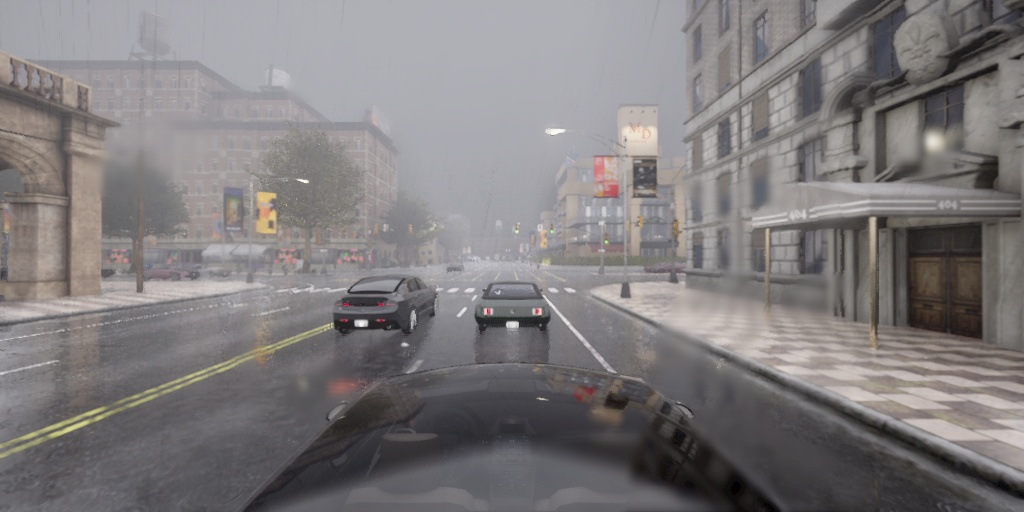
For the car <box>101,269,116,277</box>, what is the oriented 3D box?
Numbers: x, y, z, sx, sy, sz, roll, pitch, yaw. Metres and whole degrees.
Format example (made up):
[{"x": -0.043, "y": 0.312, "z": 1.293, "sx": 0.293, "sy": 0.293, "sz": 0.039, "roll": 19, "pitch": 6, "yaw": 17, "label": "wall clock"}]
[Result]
[{"x": -42.321, "y": 1.521, "z": 35.399, "sx": 4.718, "sy": 1.301, "sz": 1.895, "roll": 0, "pitch": 0, "yaw": 0, "label": "car"}]

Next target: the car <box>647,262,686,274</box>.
[{"x": 19.423, "y": 1.489, "z": 43.744, "sx": 4.674, "sy": 1.442, "sz": 1.812, "roll": 0, "pitch": 0, "yaw": -1, "label": "car"}]

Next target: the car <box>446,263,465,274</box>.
[{"x": -7.357, "y": 1.551, "z": 46.771, "sx": 1.895, "sy": 1.301, "sz": 4.718, "roll": 0, "pitch": 0, "yaw": 0, "label": "car"}]

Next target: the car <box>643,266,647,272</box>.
[{"x": 19.772, "y": 1.507, "z": 47.249, "sx": 4.674, "sy": 1.442, "sz": 1.812, "roll": 0, "pitch": 0, "yaw": 0, "label": "car"}]

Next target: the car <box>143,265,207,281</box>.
[{"x": -30.308, "y": 1.467, "z": 31.927, "sx": 4.181, "sy": 1.385, "sz": 1.994, "roll": 0, "pitch": 0, "yaw": 0, "label": "car"}]

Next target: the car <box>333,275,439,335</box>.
[{"x": -3.488, "y": 1.302, "z": 10.718, "sx": 1.837, "sy": 1.490, "sz": 4.892, "roll": 0, "pitch": 0, "yaw": 0, "label": "car"}]

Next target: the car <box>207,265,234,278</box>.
[{"x": -30.449, "y": 1.521, "z": 35.426, "sx": 4.718, "sy": 1.301, "sz": 1.895, "roll": 0, "pitch": 0, "yaw": 0, "label": "car"}]

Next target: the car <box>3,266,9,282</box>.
[{"x": -41.959, "y": 1.464, "z": 31.899, "sx": 4.181, "sy": 1.385, "sz": 1.994, "roll": 0, "pitch": 0, "yaw": 0, "label": "car"}]

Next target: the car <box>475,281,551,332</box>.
[{"x": 0.013, "y": 1.398, "z": 10.986, "sx": 1.895, "sy": 1.301, "sz": 4.718, "roll": 0, "pitch": 0, "yaw": 0, "label": "car"}]
